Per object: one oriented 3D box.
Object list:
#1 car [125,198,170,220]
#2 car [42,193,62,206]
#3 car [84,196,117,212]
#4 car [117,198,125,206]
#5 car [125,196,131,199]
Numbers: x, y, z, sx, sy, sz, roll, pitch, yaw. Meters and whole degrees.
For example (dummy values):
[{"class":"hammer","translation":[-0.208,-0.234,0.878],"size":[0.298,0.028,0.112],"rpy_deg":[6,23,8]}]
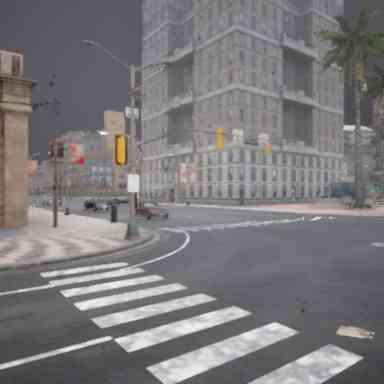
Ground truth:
[{"class":"car","translation":[-3.683,1.517,28.193],"size":[1.812,1.442,4.674],"rpy_deg":[0,0,-34]},{"class":"car","translation":[-23.549,1.213,55.864],"size":[2.150,2.045,5.566],"rpy_deg":[0,0,-36]},{"class":"car","translation":[-10.975,1.482,38.405],"size":[2.128,1.511,4.902],"rpy_deg":[0,0,-36]},{"class":"car","translation":[-13.132,1.490,53.555],"size":[1.837,1.490,4.892],"rpy_deg":[0,0,-36]},{"class":"car","translation":[-10.306,1.475,55.620],"size":[2.128,1.511,4.902],"rpy_deg":[0,0,-36]}]
